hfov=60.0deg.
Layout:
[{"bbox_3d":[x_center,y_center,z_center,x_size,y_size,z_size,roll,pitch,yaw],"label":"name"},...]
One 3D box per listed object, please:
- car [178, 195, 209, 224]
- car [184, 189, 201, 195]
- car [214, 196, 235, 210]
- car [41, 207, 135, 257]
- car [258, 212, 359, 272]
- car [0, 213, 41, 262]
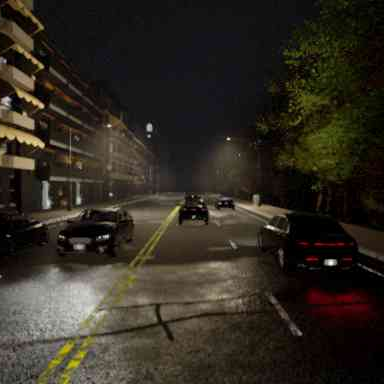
[{"bbox_3d":[0.096,1.217,21.845,2.128,1.511,4.902,0,1,0],"label":"car"},{"bbox_3d":[0.093,0.657,45.604,2.150,2.045,5.566,0,1,0],"label":"car"},{"bbox_3d":[3.344,1.113,34.786,2.033,1.411,5.357,0,1,0],"label":"car"},{"bbox_3d":[-3.332,1.333,12.299,2.128,1.511,4.902,0,1,0],"label":"car"},{"bbox_3d":[3.303,1.375,10.293,1.837,1.490,4.892,0,1,0],"label":"car"},{"bbox_3d":[-6.584,1.418,11.356,1.994,1.385,4.181,0,1,0],"label":"car"}]
